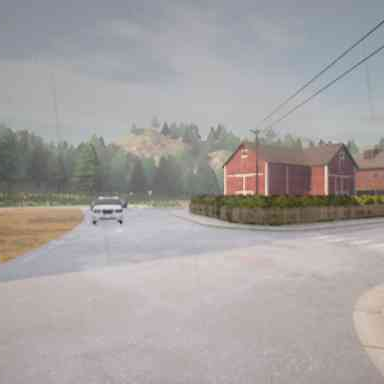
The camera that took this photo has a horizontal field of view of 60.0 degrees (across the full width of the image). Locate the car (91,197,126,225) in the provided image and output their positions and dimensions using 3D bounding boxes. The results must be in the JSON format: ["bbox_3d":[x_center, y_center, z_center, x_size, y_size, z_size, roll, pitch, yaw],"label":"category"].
[{"bbox_3d":[-6.436,1.373,25.663,2.150,2.045,5.566,0,-1,-13],"label":"car"}]

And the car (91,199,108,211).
[{"bbox_3d":[-12.543,1.758,44.807,1.837,1.490,4.892,0,-1,-20],"label":"car"}]

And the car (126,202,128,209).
[{"bbox_3d":[-11.461,1.779,52.047,1.882,1.535,5.008,0,0,-24],"label":"car"}]
